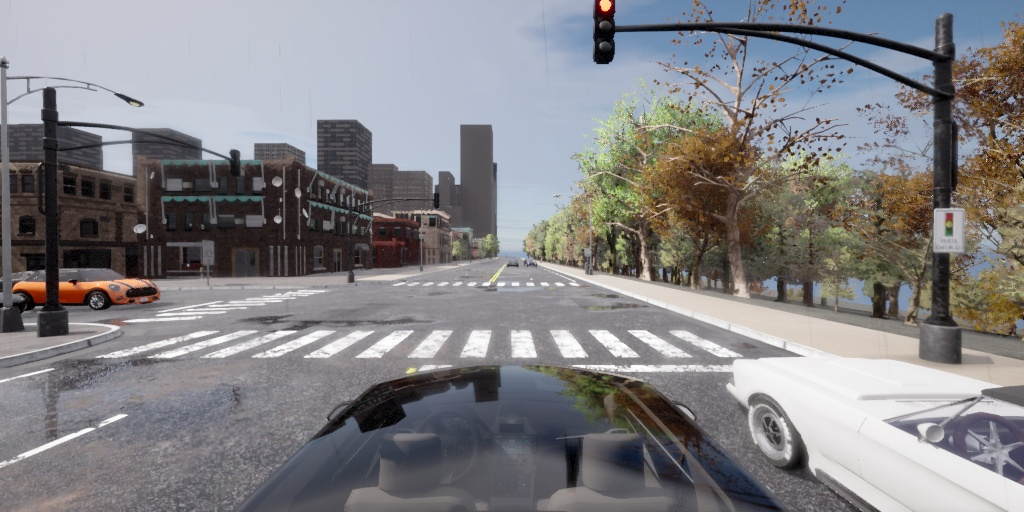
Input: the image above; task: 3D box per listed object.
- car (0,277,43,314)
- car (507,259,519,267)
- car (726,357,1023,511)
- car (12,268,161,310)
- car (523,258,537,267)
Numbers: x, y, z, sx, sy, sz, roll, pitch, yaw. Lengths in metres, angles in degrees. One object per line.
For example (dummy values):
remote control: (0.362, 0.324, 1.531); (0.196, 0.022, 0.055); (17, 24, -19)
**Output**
car: (-19.935, 1.565, 12.549); (4.313, 1.339, 1.948); (0, 0, 0)
car: (0.160, 1.291, 63.407); (1.994, 1.385, 4.181); (0, 0, 1)
car: (3.350, 1.351, 1.900); (1.895, 1.301, 4.718); (0, 0, 0)
car: (-17.965, 1.301, 15.284); (4.553, 1.767, 2.097); (-1, 1, -1)
car: (3.422, 1.327, 63.685); (1.895, 1.301, 4.718); (0, 0, 0)
